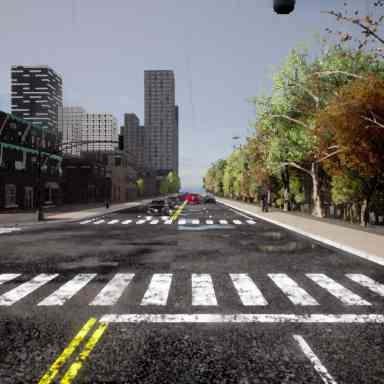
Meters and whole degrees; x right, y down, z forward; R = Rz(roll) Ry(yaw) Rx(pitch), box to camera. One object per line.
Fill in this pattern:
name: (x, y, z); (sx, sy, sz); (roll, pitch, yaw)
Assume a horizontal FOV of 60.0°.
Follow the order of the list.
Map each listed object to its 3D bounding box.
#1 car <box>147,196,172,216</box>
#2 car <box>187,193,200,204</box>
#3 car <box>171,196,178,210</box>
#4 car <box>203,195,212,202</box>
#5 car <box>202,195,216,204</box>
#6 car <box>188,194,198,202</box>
car: (-3.282, 1.494, 33.066); (1.837, 1.490, 4.892); (0, 0, 0)
car: (0.228, 1.198, 62.214); (2.150, 2.045, 5.566); (0, 0, 1)
car: (-3.256, 1.549, 42.998); (1.994, 1.385, 4.181); (0, 0, 0)
car: (3.402, 1.471, 73.082); (1.837, 1.490, 4.892); (0, 0, 0)
car: (3.482, 1.540, 63.126); (1.994, 1.385, 4.181); (0, 0, 0)
car: (0.164, 1.325, 72.781); (2.097, 1.767, 4.553); (0, 0, 0)
